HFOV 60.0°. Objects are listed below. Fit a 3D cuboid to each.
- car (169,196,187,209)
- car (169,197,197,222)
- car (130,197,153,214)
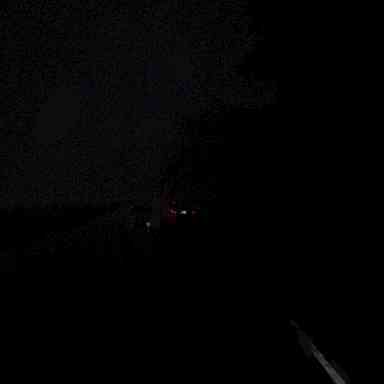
[{"bbox_3d":[-1.802,1.274,41.195,2.033,1.411,5.357,0,0,-5],"label":"car"},{"bbox_3d":[-0.622,1.377,24.541,2.033,1.411,5.357,0,0,-3],"label":"car"},{"bbox_3d":[-4.772,1.249,31.740,1.882,1.535,5.008,0,0,-4],"label":"car"}]
